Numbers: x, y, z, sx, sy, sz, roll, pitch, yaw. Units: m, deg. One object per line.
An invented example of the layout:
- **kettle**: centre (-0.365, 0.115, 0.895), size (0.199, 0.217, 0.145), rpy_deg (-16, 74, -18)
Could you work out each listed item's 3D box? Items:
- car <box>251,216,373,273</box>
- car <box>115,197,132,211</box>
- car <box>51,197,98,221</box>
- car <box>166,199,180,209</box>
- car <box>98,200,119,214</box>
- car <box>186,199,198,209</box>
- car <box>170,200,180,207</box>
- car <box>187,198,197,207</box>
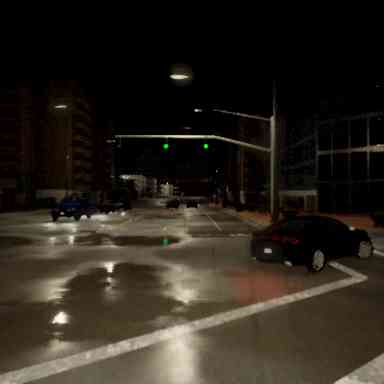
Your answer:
- **car**: centre (4.073, 1.530, 11.032), size (5.008, 1.535, 1.882), rpy_deg (0, -2, -40)
- **car**: centre (-10.511, 1.758, 50.100), size (2.150, 2.045, 5.566), rpy_deg (0, -1, 0)
- **car**: centre (-10.571, 1.427, 29.818), size (2.150, 2.045, 5.566), rpy_deg (0, -1, 0)
- **car**: centre (-3.503, 2.211, 58.222), size (1.812, 1.442, 4.674), rpy_deg (0, -1, 0)
- **car**: centre (-10.551, 1.958, 39.884), size (1.895, 1.301, 4.718), rpy_deg (0, -1, 1)
- **car**: centre (0.002, 2.184, 59.218), size (1.882, 1.535, 5.008), rpy_deg (0, -1, 0)
- **car**: centre (-3.503, 2.314, 68.224), size (1.837, 1.490, 4.892), rpy_deg (0, -1, 0)
- **car**: centre (-0.003, 2.241, 69.444), size (2.097, 1.767, 4.553), rpy_deg (0, -1, 0)
